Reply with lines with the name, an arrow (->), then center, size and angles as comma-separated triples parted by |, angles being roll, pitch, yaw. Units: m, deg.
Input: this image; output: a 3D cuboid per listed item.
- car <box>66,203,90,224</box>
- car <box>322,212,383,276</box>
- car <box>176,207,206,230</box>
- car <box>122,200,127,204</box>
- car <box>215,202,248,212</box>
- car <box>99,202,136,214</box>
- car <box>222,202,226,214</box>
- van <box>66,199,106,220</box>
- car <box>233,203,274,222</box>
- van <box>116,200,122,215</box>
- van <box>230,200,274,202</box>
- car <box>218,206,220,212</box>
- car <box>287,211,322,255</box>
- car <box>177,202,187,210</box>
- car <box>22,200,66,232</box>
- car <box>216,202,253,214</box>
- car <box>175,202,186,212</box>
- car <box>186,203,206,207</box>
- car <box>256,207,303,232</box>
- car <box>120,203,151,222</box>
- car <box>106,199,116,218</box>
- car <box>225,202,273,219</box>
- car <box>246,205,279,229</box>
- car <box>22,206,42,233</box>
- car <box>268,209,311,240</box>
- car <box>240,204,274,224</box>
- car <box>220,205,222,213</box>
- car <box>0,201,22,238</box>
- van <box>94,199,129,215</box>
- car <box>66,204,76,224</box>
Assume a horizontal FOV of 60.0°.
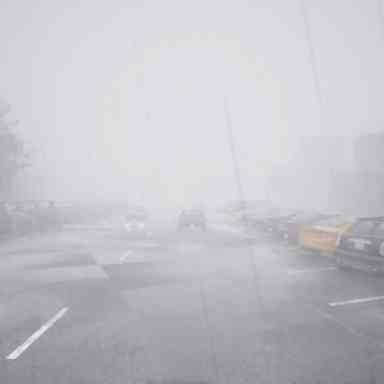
car -> -11.358, 1.949, 27.829 | 4.892, 1.521, 2.231 | -1, -1, -19
car -> 6.368, 1.467, 9.444 | 4.553, 1.767, 2.185 | 1, -1, -20
car -> -0.004, 1.976, 24.178 | 1.895, 1.301, 4.718 | 0, -1, 0
car -> -11.034, 1.957, 42.857 | 5.566, 2.045, 2.435 | -1, -1, -19
car -> 6.031, 2.332, 50.620 | 4.674, 1.452, 2.002 | 1, -1, -21
car -> -10.921, 2.313, 48.833 | 5.008, 1.535, 2.097 | 0, -1, -19
car -> 6.218, 2.041, 35.873 | 5.008, 1.535, 2.097 | 1, -1, -21
van -> -11.358, 1.827, 33.799 | 4.442, 1.987, 1.878 | 0, -1, -19
car -> 6.302, 1.890, 27.059 | 5.008, 1.535, 2.097 | 1, -1, -20
van -> -11.015, 1.930, 39.886 | 4.442, 1.987, 1.878 | -1, -1, -19
van -> 6.354, 1.767, 32.976 | 4.442, 1.987, 1.878 | 1, -1, -20
car -> 6.169, 2.171, 41.784 | 4.792, 1.488, 2.163 | 1, -1, -21
car -> 6.380, 1.640, 12.383 | 5.008, 1.535, 2.097 | 1, -1, -20
car -> -1.837, 2.583, 62.365 | 1.895, 1.301, 4.718 | 0, 0, -1
car -> -11.448, 1.592, 21.799 | 5.566, 2.045, 2.435 | 0, -1, -20
car -> 6.042, 2.271, 47.658 | 4.792, 1.488, 2.163 | 1, -1, -21
car -> -1.673, 2.356, 52.549 | 2.128, 1.511, 4.902 | 0, -1, -1
car -> 0.785, 2.178, 42.419 | 2.128, 1.511, 4.902 | 0, -1, 3
car -> 6.351, 1.741, 18.252 | 4.892, 1.521, 2.231 | 1, -1, -20
car -> -5.129, 2.063, 32.058 | 2.033, 1.411, 5.357 | 0, -1, 0
car -> -11.156, 1.979, 36.849 | 4.553, 1.767, 2.185 | -1, -1, -19
car -> 6.094, 1.934, 29.929 | 5.366, 1.575, 1.946 | 1, -1, -20
car -> 6.346, 1.790, 21.187 | 5.008, 1.535, 2.097 | 1, -1, -20
car -> -11.433, 1.791, 18.791 | 4.892, 1.521, 2.231 | 0, -1, -20
car -> 6.364, 1.691, 15.320 | 4.892, 1.521, 2.231 | 1, -1, -20
car -> 6.289, 1.869, 24.113 | 4.792, 1.488, 2.163 | 1, -1, -20
car -> 6.149, 1.965, 38.818 | 4.553, 1.767, 2.185 | 1, -1, -21
car -> -11.466, 1.487, 15.781 | 5.566, 2.045, 2.435 | 0, -1, -20
van -> -11.104, 2.036, 45.800 | 4.442, 1.987, 1.878 | -1, -1, -19
car -> -11.414, 1.925, 24.808 | 4.792, 1.488, 2.163 | 0, -1, -19
